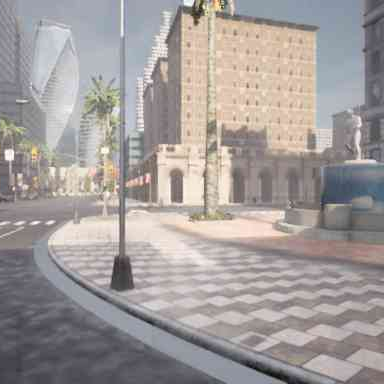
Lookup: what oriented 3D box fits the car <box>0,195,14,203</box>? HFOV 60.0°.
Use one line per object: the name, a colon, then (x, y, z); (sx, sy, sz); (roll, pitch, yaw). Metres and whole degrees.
car: (-38.961, 1.431, 70.149); (2.161, 1.482, 4.786); (0, 0, -15)
